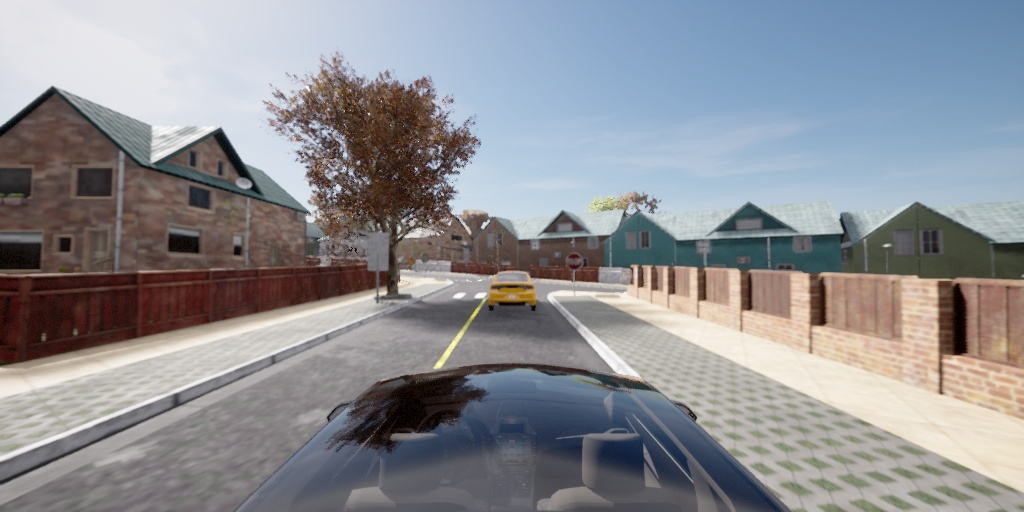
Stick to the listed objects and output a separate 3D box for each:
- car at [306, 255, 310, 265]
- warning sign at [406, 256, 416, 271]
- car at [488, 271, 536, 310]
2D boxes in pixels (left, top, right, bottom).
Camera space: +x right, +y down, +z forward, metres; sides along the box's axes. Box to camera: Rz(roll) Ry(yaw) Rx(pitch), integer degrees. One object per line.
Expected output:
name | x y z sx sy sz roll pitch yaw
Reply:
car | -31.376 0.553 52.877 4.553 1.767 2.097 2 -1 33
warning sign | -12.279 0.938 43.806 1.060 1.860 1.300 0 0 32
car | 0.036 1.396 15.745 1.882 1.535 5.008 0 -1 1
